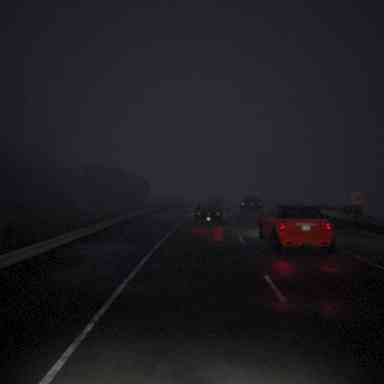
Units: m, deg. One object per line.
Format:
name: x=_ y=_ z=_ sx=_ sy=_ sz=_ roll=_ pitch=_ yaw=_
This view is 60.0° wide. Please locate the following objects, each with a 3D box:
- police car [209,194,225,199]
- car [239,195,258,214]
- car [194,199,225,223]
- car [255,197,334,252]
police car: x=3.095 y=1.124 z=41.267 sx=1.930 sy=1.638 sz=5.238 roll=0 pitch=0 yaw=5
car: x=5.722 y=1.117 z=32.587 sx=2.097 sy=1.767 sz=4.553 roll=0 pitch=0 yaw=7
car: x=1.254 y=1.427 z=23.640 sx=1.895 sy=1.301 sz=4.718 roll=0 pitch=0 yaw=5
car: x=4.059 y=1.254 z=13.640 sx=2.097 sy=1.767 sz=4.553 roll=0 pitch=0 yaw=3
